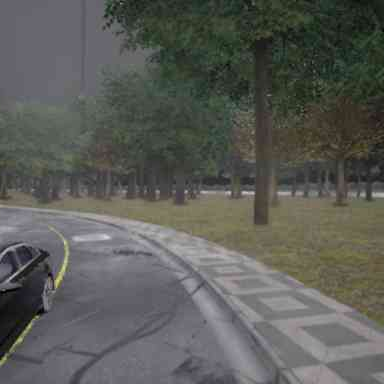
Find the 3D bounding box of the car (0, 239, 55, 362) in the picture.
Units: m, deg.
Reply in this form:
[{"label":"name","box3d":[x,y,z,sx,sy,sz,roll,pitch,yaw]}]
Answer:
[{"label":"car","box3d":[-3.323,1.512,4.691,2.128,1.511,4.902,0,0,-10]}]

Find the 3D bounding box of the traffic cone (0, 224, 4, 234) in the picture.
[{"label":"traffic cone","box3d":[-9.970,1.873,17.238,0.340,0.580,0.340,0,1,-31]}]
